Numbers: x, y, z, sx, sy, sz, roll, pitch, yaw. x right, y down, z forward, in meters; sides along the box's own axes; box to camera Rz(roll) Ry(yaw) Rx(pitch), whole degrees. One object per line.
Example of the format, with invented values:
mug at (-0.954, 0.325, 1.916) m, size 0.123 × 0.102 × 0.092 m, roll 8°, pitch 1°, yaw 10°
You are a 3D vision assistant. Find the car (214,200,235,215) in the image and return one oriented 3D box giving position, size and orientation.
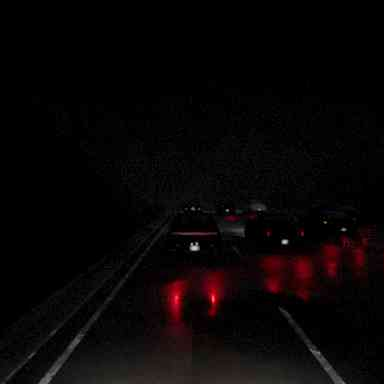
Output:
car at (3.480, 1.603, 35.753) m, size 1.837 × 1.490 × 4.892 m, roll 0°, pitch 0°, yaw -1°

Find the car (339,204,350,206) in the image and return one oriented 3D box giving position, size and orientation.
car at (10.579, 1.594, 24.060) m, size 1.812 × 1.442 × 4.674 m, roll 0°, pitch 0°, yaw 0°

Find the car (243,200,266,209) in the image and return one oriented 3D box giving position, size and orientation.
car at (6.942, 1.628, 37.060) m, size 1.812 × 1.442 × 4.674 m, roll 0°, pitch 0°, yaw -2°

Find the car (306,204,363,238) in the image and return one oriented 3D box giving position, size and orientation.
car at (7.080, 1.576, 17.831) m, size 1.812 × 1.442 × 4.674 m, roll 0°, pitch 0°, yaw 0°

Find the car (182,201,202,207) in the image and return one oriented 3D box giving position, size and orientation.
car at (0.029, 1.640, 33.779) m, size 2.033 × 1.411 × 5.357 m, roll 0°, pitch 0°, yaw -1°

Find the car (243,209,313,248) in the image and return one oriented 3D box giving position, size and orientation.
car at (3.584, 1.643, 15.057) m, size 1.895 × 1.301 × 4.718 m, roll 0°, pitch 0°, yaw 0°

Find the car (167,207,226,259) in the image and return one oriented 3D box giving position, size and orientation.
car at (0.084, 1.527, 12.707) m, size 2.128 × 1.511 × 4.902 m, roll 0°, pitch 0°, yaw 0°
